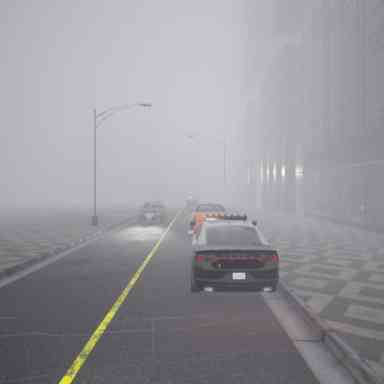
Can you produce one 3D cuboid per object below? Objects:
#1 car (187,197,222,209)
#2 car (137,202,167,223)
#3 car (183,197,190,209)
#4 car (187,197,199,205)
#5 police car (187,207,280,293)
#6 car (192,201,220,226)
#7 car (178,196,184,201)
[{"bbox_3d":[0.938,1.361,18.898,2.097,1.767,4.553,0,0,0],"label":"car"},{"bbox_3d":[-2.947,1.510,25.388,2.128,1.511,4.902,0,0,0],"label":"car"},{"bbox_3d":[0.112,1.667,46.531,1.895,1.301,4.718,0,0,1],"label":"car"},{"bbox_3d":[0.130,1.600,60.389,2.128,1.511,4.902,0,0,0],"label":"car"},{"bbox_3d":[0.917,1.427,9.037,1.930,1.638,5.238,0,0,0],"label":"police car"},{"bbox_3d":[0.952,1.496,24.928,1.882,1.535,5.008,0,0,0],"label":"car"},{"bbox_3d":[-2.800,1.765,91.208,2.033,1.411,5.357,0,0,0],"label":"car"}]
